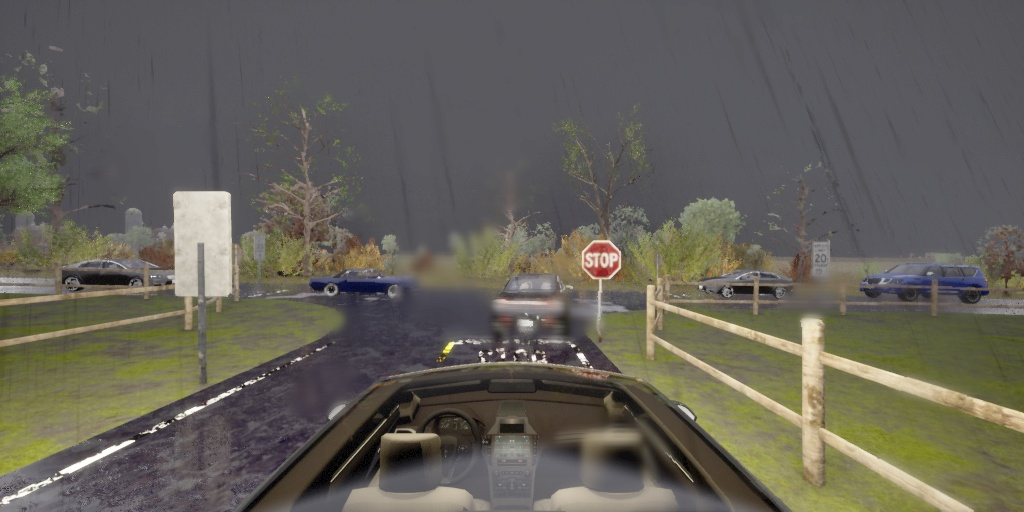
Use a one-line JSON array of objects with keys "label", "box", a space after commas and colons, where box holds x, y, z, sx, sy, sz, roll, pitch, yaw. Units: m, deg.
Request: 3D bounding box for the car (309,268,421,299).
[{"label": "car", "box": [-6.824, 1.248, 17.095, 4.718, 1.301, 1.895, 1, 1, 0]}]

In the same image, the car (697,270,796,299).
[{"label": "car", "box": [13.002, 1.525, 20.025, 4.902, 1.511, 2.128, 1, 1, 0]}]

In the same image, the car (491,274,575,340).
[{"label": "car", "box": [0.705, 1.240, 10.065, 2.128, 1.511, 4.902, 0, 0, 9]}]

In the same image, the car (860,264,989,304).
[{"label": "car", "box": [22.897, 1.466, 20.015, 5.566, 2.045, 2.150, 1, 1, 0]}]

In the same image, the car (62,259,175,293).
[{"label": "car", "box": [-18.492, 0.885, 17.111, 4.902, 1.511, 2.128, 1, 1, 0]}]
